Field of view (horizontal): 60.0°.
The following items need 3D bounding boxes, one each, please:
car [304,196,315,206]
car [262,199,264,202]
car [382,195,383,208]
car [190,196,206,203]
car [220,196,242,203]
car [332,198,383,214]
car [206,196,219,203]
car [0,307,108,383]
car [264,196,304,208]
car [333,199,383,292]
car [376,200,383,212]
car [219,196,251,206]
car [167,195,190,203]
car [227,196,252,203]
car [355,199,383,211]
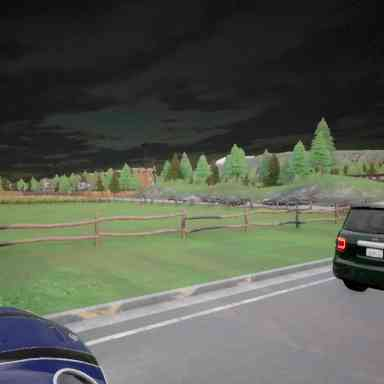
[{"bbox_3d":[17.292,1.548,55.822,2.033,1.411,5.357,0,0,-36],"label":"car"},{"bbox_3d":[13.706,1.525,54.799,1.812,1.442,4.674,0,0,-36],"label":"car"},{"bbox_3d":[29.018,1.352,45.795,2.097,1.767,4.553,0,0,-37],"label":"car"},{"bbox_3d":[0.242,1.526,67.376,1.812,1.442,4.674,0,0,-36],"label":"car"},{"bbox_3d":[8.059,1.525,68.556,1.812,1.442,4.674,0,0,-36],"label":"car"},{"bbox_3d":[18.330,1.491,36.676,2.128,1.511,4.902,0,0,-37],"label":"car"},{"bbox_3d":[4.105,1.552,68.031,2.033,1.411,5.357,0,0,-36],"label":"car"},{"bbox_3d":[-2.727,1.352,1.795,4.553,1.767,2.097,0,0,-36],"label":"car"},{"bbox_3d":[13.484,1.504,49.174,1.837,1.490,4.892,0,0,-36],"label":"car"},{"bbox_3d":[5.552,1.221,7.728,5.566,2.045,2.150,0,0,-36],"label":"car"},{"bbox_3d":[23.008,1.601,36.254,1.895,1.301,4.718,0,0,-37],"label":"car"},{"bbox_3d":[6.747,1.564,52.448,1.994,1.385,4.181,0,0,-36],"label":"car"},{"bbox_3d":[-3.119,1.306,66.052,1.837,1.490,4.892,0,0,-36],"label":"car"},{"bbox_3d":[10.208,1.509,71.554,2.033,1.411,5.357,0,0,-36],"label":"car"},{"bbox_3d":[23.313,1.601,41.709,1.895,1.301,4.718,0,0,-37],"label":"car"}]
